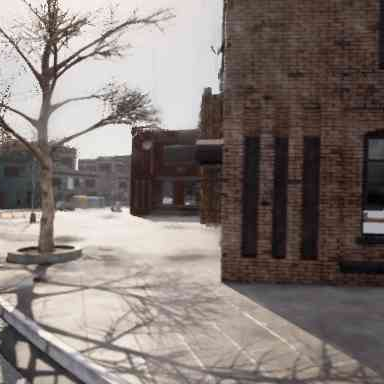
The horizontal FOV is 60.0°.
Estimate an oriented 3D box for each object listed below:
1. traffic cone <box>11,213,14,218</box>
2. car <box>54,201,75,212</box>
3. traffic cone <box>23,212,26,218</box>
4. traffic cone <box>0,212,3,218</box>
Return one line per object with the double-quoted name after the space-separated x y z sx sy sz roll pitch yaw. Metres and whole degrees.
-17.050 2.192 31.665 0.340 0.580 0.340 2 -1 -13 "traffic cone"
-18.123 1.991 46.185 1.994 1.385 4.181 1 -1 16 "car"
-16.075 2.217 31.881 0.340 0.580 0.340 2 -1 -13 "traffic cone"
-18.026 2.166 31.448 0.340 0.580 0.340 2 -1 -13 "traffic cone"
